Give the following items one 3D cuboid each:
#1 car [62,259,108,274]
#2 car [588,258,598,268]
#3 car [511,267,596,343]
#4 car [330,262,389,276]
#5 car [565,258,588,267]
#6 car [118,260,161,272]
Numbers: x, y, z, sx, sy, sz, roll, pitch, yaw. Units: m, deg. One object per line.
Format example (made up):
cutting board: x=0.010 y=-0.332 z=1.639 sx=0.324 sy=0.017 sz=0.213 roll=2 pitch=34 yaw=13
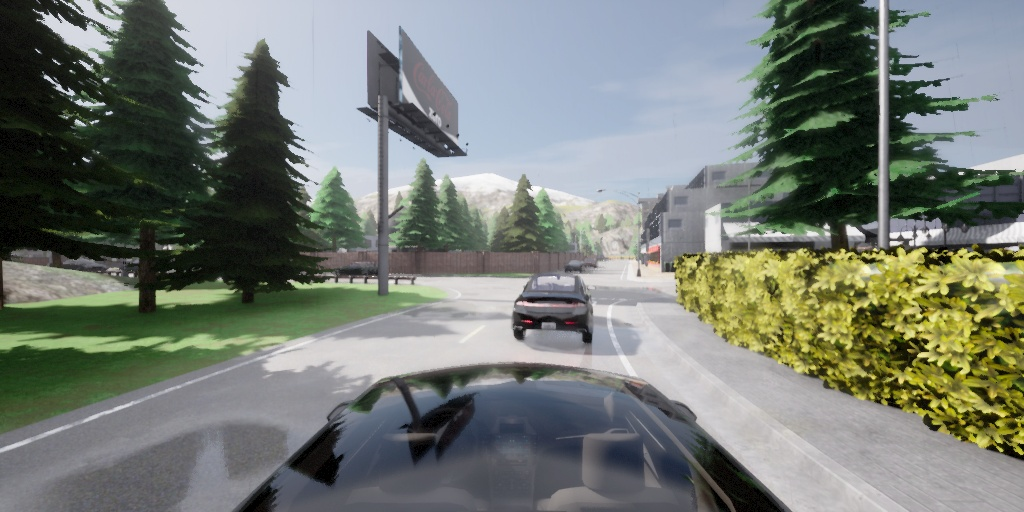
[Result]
car: x=-42.924 y=1.065 z=35.863 sx=4.892 sy=1.490 sz=1.837 roll=-1 pitch=0 yaw=18
car: x=12.455 y=1.073 z=57.342 sx=2.097 sy=1.767 sz=4.553 roll=0 pitch=0 yaw=18
car: x=1.241 y=1.237 z=9.812 sx=2.128 sy=1.511 sz=4.902 roll=0 pitch=0 yaw=11
car: x=-13.031 y=1.160 z=30.483 sx=4.718 sy=1.301 sz=1.895 roll=0 pitch=0 yaw=17
car: x=7.406 y=1.206 z=42.000 sx=1.882 sy=1.535 sz=5.008 roll=0 pitch=0 yaw=18
car: x=-39.620 y=1.103 z=38.577 sx=5.357 sy=1.411 sz=2.033 roll=0 pitch=0 yaw=18
